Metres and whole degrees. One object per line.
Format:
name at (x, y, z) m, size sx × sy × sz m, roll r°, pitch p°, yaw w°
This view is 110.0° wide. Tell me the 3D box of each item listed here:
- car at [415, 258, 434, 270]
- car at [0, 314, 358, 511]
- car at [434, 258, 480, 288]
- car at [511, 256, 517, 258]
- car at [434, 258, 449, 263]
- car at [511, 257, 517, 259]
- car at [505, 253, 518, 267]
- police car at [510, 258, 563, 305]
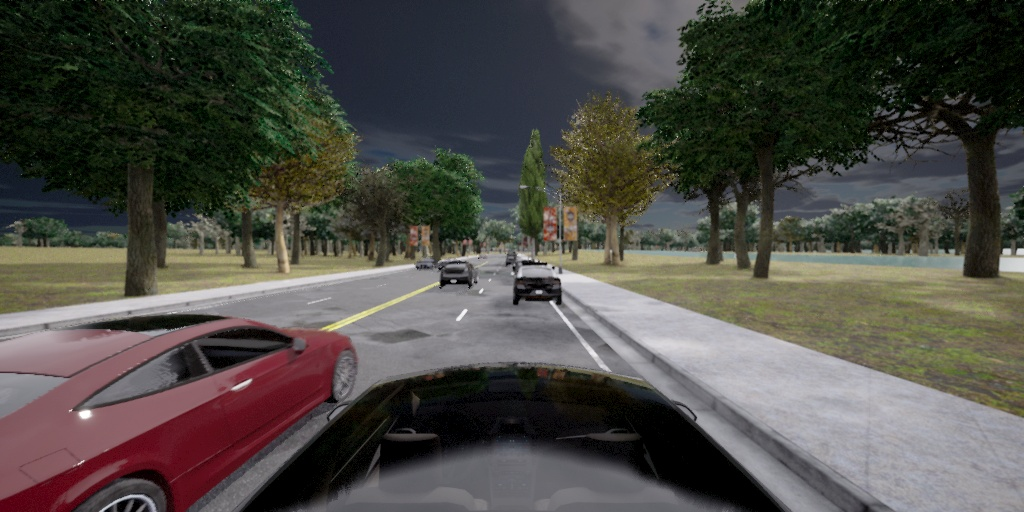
car at (-9.857, 0.943, 41.929) m, size 1.994 × 1.385 × 4.181 m, roll 0°, pitch 1°, yaw 0°
car at (-3.150, 1.264, 3.295) m, size 1.812 × 1.442 × 4.674 m, roll 0°, pitch 0°, yaw 0°
car at (-3.159, 1.090, 21.847) m, size 1.837 × 1.490 × 4.892 m, roll 0°, pitch 1°, yaw 0°
car at (0.963, 1.017, 31.339) m, size 1.812 × 1.442 × 4.674 m, roll 0°, pitch 1°, yaw 0°
car at (-6.613, 0.961, 38.757) m, size 2.033 × 1.411 × 5.357 m, roll 0°, pitch 1°, yaw 0°
car at (0.966, 1.057, 25.339) m, size 1.837 × 1.490 × 4.892 m, roll 0°, pitch 1°, yaw 0°
car at (0.000, 0.755, 52.808) m, size 1.837 × 1.490 × 4.892 m, roll 0°, pitch 0°, yaw 0°
police car at (0.969, 1.068, 15.448) m, size 1.930 × 1.638 × 5.238 m, roll 0°, pitch 0°, yaw 0°
